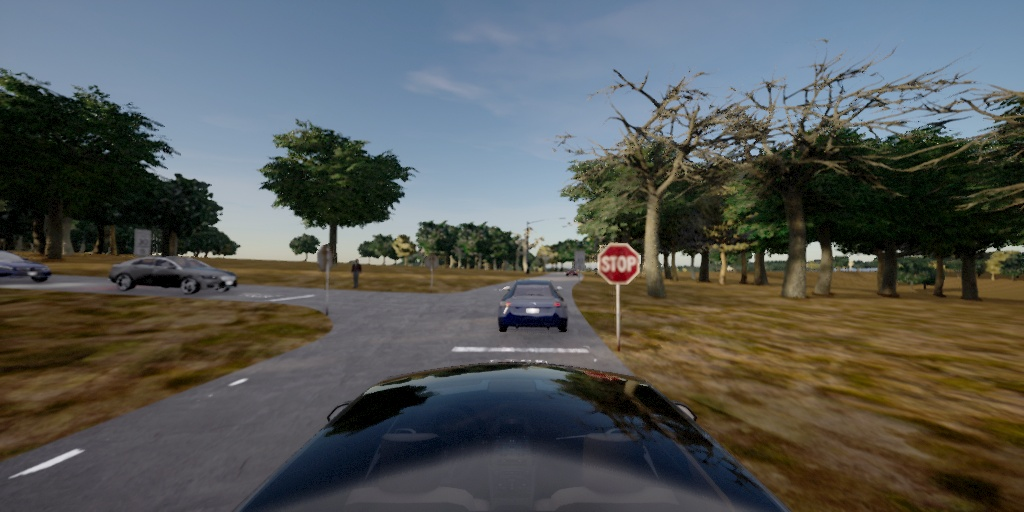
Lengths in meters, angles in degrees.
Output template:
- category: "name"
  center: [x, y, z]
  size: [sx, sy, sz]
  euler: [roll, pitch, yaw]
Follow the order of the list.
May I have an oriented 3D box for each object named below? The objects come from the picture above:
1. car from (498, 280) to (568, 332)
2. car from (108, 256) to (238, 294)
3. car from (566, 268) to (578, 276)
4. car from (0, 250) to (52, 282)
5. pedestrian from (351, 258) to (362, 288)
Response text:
- category: "car"
  center: [0.684, 1.454, 11.536]
  size: [1.994, 1.385, 4.181]
  euler: [0, -1, 4]
- category: "car"
  center: [-14.724, 0.796, 15.761]
  size: [4.902, 1.511, 2.128]
  euler: [3, -2, 3]
- category: "car"
  center: [10.330, 2.761, 61.608]
  size: [1.895, 1.301, 4.718]
  euler: [0, -2, 11]
- category: "car"
  center: [-24.019, 0.418, 16.371]
  size: [4.674, 1.442, 1.812]
  euler: [3, -2, 3]
- category: "pedestrian"
  center: [-9.457, 1.027, 21.767]
  size: [0.375, 1.860, 0.375]
  euler: [0, -5, 4]
